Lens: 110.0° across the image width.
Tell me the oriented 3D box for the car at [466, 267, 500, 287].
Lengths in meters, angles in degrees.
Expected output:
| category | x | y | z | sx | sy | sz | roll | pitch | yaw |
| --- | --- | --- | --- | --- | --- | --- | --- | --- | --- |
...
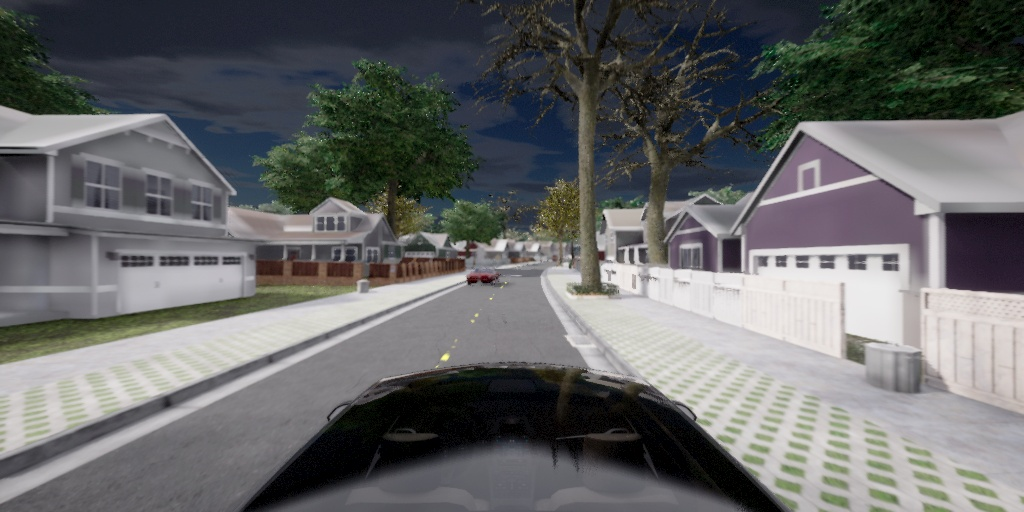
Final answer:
| category | x | y | z | sx | sy | sz | roll | pitch | yaw |
| --- | --- | --- | --- | --- | --- | --- | --- | --- | --- |
| car | -2.050 | 1.467 | 26.135 | 1.895 | 1.301 | 4.718 | 0 | 0 | 4 |
